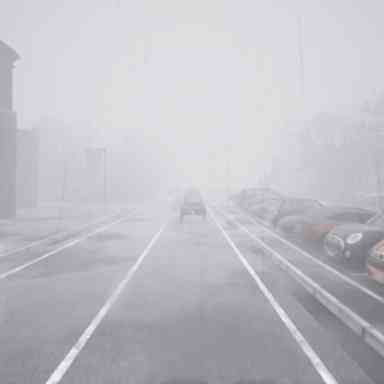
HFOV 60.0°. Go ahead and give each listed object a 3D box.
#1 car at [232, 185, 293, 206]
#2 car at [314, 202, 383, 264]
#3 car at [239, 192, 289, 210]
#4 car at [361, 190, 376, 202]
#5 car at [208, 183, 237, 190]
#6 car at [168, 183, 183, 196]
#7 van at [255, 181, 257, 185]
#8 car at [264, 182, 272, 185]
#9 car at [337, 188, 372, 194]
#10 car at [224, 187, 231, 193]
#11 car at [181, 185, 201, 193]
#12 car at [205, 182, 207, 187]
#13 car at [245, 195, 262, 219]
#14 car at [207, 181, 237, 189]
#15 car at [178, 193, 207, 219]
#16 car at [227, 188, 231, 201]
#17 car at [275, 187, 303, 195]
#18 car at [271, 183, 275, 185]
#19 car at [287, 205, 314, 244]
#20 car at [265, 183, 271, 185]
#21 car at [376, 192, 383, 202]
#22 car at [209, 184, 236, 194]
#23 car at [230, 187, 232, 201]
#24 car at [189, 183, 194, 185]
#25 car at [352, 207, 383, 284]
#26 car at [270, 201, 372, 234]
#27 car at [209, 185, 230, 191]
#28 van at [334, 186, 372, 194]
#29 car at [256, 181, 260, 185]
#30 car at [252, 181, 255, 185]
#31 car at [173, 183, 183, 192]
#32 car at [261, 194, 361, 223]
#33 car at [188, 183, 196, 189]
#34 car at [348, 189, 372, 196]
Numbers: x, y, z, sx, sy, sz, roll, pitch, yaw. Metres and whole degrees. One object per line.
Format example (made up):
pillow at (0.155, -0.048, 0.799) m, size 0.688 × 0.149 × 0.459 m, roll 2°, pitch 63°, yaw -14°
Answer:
car at (6.706, 0.681, 29.861) m, size 5.566 × 2.045 × 2.435 m, roll 0°, pitch 2°, yaw 0°
car at (6.554, 1.322, 10.363) m, size 4.553 × 1.767 × 2.185 m, roll 0°, pitch 1°, yaw 0°
car at (6.649, 1.037, 27.083) m, size 4.892 × 1.521 × 2.231 m, roll 0°, pitch 2°, yaw 0°
car at (19.809, 0.843, 32.621) m, size 4.792 × 1.488 × 2.163 m, roll 0°, pitch 3°, yaw 0°
car at (6.740, -0.546, 73.584) m, size 5.008 × 1.535 × 2.097 m, roll 0°, pitch 3°, yaw 0°
car at (-3.352, -0.400, 63.377) m, size 2.150 × 2.045 × 5.566 m, roll 0°, pitch 3°, yaw 1°
van at (20.049, -1.677, 90.189) m, size 4.442 × 1.987 × 1.878 m, roll 0°, pitch 3°, yaw 0°
car at (19.667, -0.850, 79.017) m, size 5.366 × 1.575 × 1.946 m, roll 0°, pitch 3°, yaw 0°
car at (19.828, 0.595, 38.313) m, size 4.674 × 1.452 × 2.002 m, roll 0°, pitch 3°, yaw 0°
car at (6.737, 0.465, 41.004) m, size 4.792 × 1.488 × 2.163 m, roll 0°, pitch 3°, yaw 0°
car at (0.049, 0.434, 43.918) m, size 2.150 × 2.045 × 5.566 m, roll 0°, pitch 2°, yaw 0°
car at (6.628, -1.150, 84.673) m, size 5.366 × 1.575 × 1.946 m, roll 0°, pitch 3°, yaw 0°
car at (6.605, 1.159, 24.307) m, size 4.792 × 1.488 × 2.163 m, roll 0°, pitch 2°, yaw 0°
car at (6.782, -0.947, 76.342) m, size 5.566 × 2.045 × 2.435 m, roll 0°, pitch 3°, yaw 0°
car at (0.074, 1.114, 24.899) m, size 2.128 × 1.511 × 4.902 m, roll 0°, pitch 1°, yaw 0°
car at (6.774, 0.596, 38.223) m, size 4.792 × 1.488 × 2.163 m, roll 0°, pitch 3°, yaw 0°
car at (19.770, -0.254, 68.075) m, size 5.008 × 1.535 × 2.097 m, roll 0°, pitch 3°, yaw 0°
car at (19.826, -0.529, 70.835) m, size 4.553 × 1.767 × 2.185 m, roll 0°, pitch 3°, yaw 0°
car at (6.574, 1.430, 13.152) m, size 4.792 × 1.488 × 2.163 m, roll 0°, pitch 1°, yaw 0°
car at (19.831, -0.657, 76.252) m, size 4.674 × 1.452 × 2.002 m, roll 0°, pitch 3°, yaw 0°
car at (19.943, 0.924, 29.829) m, size 5.366 × 1.575 × 1.946 m, roll 0°, pitch 2°, yaw 0°
car at (6.685, -0.365, 70.813) m, size 4.792 × 1.488 × 2.163 m, roll 0°, pitch 3°, yaw 0°
car at (6.753, 0.571, 35.433) m, size 4.553 × 1.767 × 2.185 m, roll 0°, pitch 3°, yaw 0°
car at (-0.088, -0.997, 81.459) m, size 1.812 × 1.442 × 4.674 m, roll 0°, pitch 3°, yaw 0°
car at (6.532, 1.359, 7.583) m, size 4.553 × 1.767 × 2.185 m, roll 0°, pitch 1°, yaw 0°
car at (6.538, 1.375, 15.940) m, size 4.792 × 1.488 × 2.163 m, roll 0°, pitch 1°, yaw 0°
car at (6.800, -0.996, 81.900) m, size 4.892 × 1.521 × 2.231 m, roll 0°, pitch 3°, yaw 0°
van at (19.720, 0.207, 40.972) m, size 4.442 × 1.987 × 1.878 m, roll -1°, pitch 3°, yaw 0°
car at (19.921, -1.398, 84.533) m, size 5.566 × 2.045 × 2.435 m, roll 0°, pitch 3°, yaw 0°
car at (19.981, -1.567, 92.971) m, size 4.792 × 1.488 × 2.163 m, roll 0°, pitch 3°, yaw 0°
car at (-3.338, -1.179, 79.202) m, size 2.150 × 2.045 × 5.566 m, roll 0°, pitch 3°, yaw 0°
car at (6.558, 1.157, 18.723) m, size 4.553 × 1.767 × 2.185 m, roll 0°, pitch 1°, yaw 0°
car at (-0.075, -1.643, 91.477) m, size 2.128 × 1.511 × 4.902 m, roll 0°, pitch 3°, yaw 0°
car at (19.806, 0.725, 35.531) m, size 4.674 × 1.452 × 2.002 m, roll 0°, pitch 3°, yaw 0°
